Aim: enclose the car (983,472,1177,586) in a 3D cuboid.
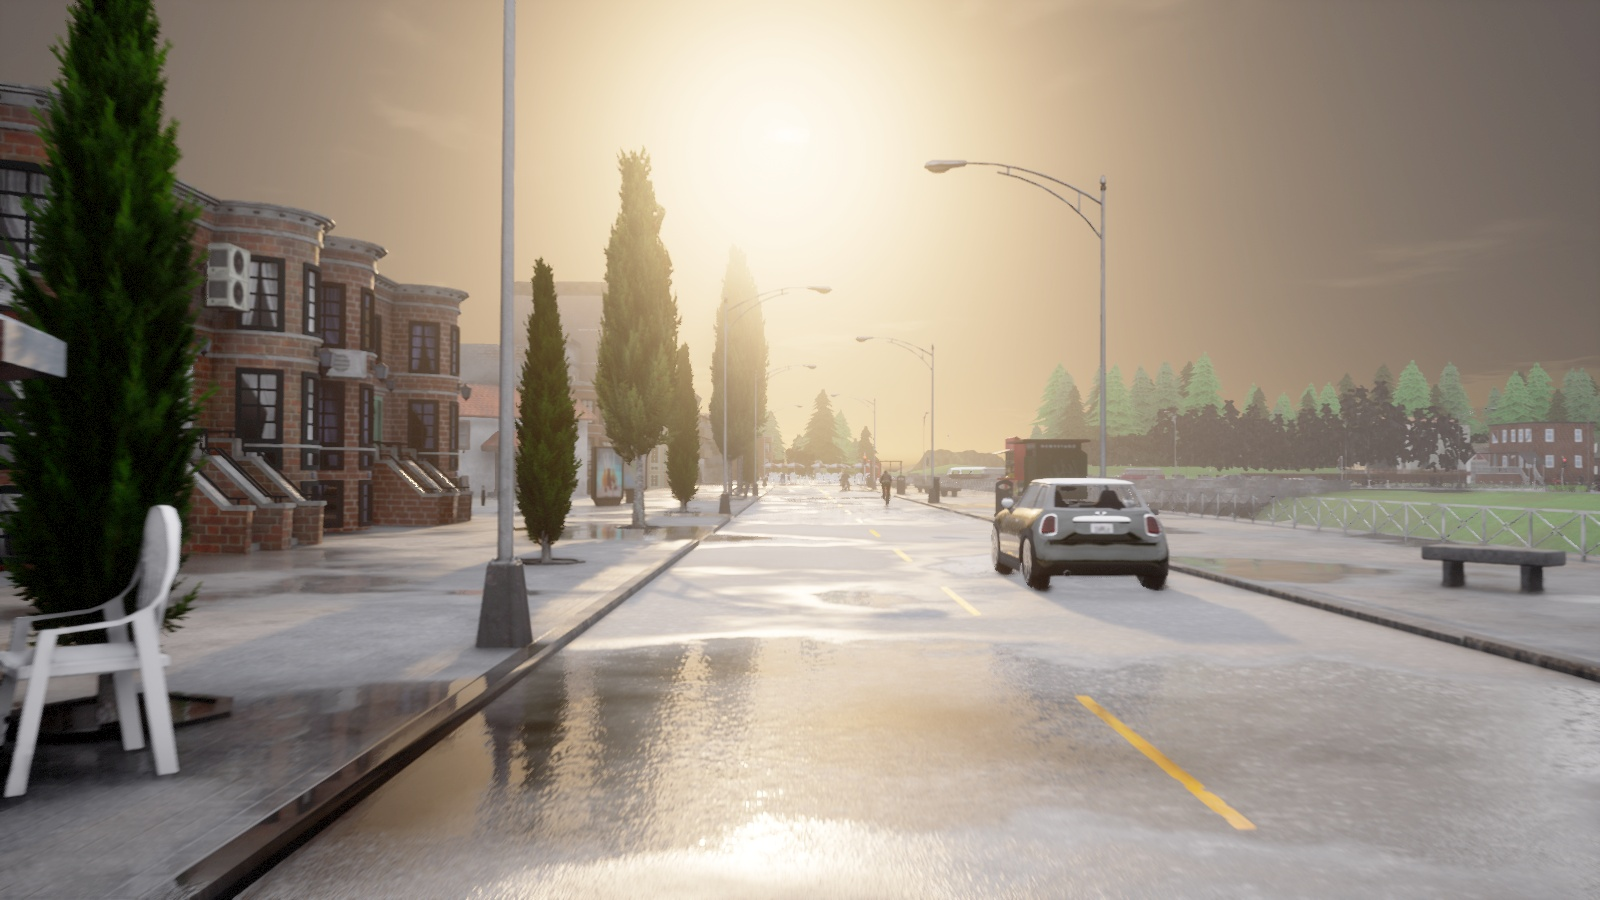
[{"bbox_3d":[3.951,1.072,18.375,1.970,1.475,3.806,0,-1,0],"label":"car"}]
